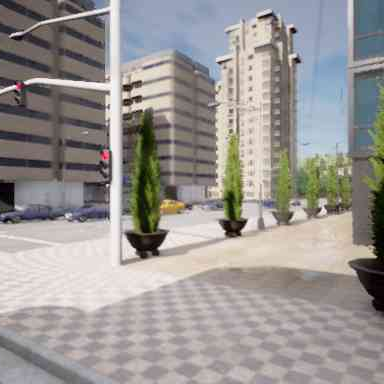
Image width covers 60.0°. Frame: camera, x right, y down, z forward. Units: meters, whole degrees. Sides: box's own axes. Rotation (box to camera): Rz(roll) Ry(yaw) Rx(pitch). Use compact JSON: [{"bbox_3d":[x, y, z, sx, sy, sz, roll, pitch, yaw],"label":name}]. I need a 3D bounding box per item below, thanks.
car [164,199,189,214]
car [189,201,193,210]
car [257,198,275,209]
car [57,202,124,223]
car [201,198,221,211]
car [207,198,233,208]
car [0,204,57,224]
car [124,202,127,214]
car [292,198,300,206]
[{"bbox_3d":[-2.793,1.595,34.601,1.882,1.535,5.008,0,0,35],"label":"car"},{"bbox_3d":[-1.659,1.652,42.261,1.812,1.442,4.674,0,0,35],"label":"car"},{"bbox_3d":[11.032,1.585,47.776,1.882,1.535,5.008,0,0,35],"label":"car"},{"bbox_3d":[-8.104,1.643,27.045,1.812,1.442,4.674,0,0,35],"label":"car"},{"bbox_3d":[2.973,1.643,42.740,1.812,1.442,4.674,0,0,35],"label":"car"},{"bbox_3d":[4.319,1.652,50.665,1.812,1.442,4.674,0,0,36],"label":"car"},{"bbox_3d":[-12.759,1.674,26.556,2.033,1.411,5.357,0,0,35],"label":"car"},{"bbox_3d":[-7.435,1.691,34.093,1.994,1.385,4.181,0,0,35],"label":"car"},{"bbox_3d":[16.908,1.709,56.413,1.895,1.301,4.718,0,0,32],"label":"car"}]
